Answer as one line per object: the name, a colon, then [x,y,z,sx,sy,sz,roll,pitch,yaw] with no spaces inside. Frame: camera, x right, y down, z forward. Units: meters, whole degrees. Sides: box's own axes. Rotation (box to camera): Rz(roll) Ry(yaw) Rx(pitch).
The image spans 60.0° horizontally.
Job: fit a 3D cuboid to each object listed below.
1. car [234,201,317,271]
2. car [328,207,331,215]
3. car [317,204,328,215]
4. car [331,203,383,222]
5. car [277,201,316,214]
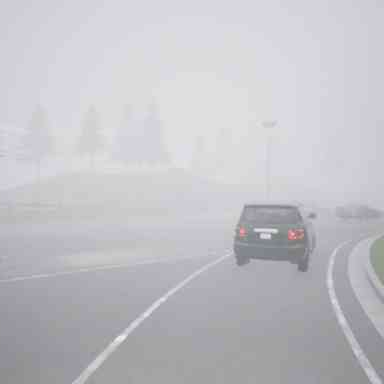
car: [3.063,1.324,11.709,2.150,2.045,5.566,0,0,22]
car: [16.956,1.881,35.504,4.674,1.442,1.812,1,0,-37]
car: [13.634,1.944,37.392,4.718,1.301,1.895,1,0,-37]
car: [15.071,1.851,29.734,5.357,1.411,2.033,1,0,-37]
car: [13.013,1.855,41.292,4.902,1.511,2.128,1,0,-37]
